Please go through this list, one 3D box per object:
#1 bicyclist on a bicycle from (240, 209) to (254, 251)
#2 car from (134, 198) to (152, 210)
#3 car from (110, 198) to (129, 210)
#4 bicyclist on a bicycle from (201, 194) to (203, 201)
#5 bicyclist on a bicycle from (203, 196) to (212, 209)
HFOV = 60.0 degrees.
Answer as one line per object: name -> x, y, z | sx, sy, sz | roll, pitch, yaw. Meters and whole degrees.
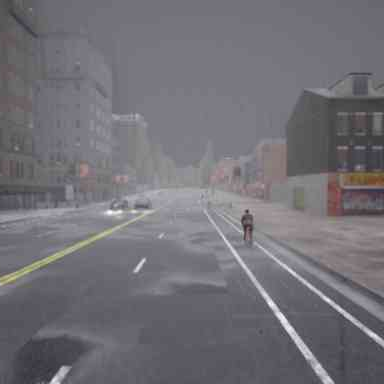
bicyclist on a bicycle -> 2.247, 1.520, 13.419 | 0.582, 1.620, 1.656 | 0, 0, 0
car -> -6.515, 1.572, 44.752 | 1.882, 1.535, 5.008 | 0, 0, 0
car -> -9.763, 1.588, 45.089 | 2.128, 1.511, 4.902 | 0, 0, 0
bicyclist on a bicycle -> 2.234, 1.304, 72.196 | 0.659, 1.776, 1.843 | 0, 1, 0
bicyclist on a bicycle -> 2.241, 1.525, 44.021 | 0.866, 1.612, 1.509 | 0, 0, 0
